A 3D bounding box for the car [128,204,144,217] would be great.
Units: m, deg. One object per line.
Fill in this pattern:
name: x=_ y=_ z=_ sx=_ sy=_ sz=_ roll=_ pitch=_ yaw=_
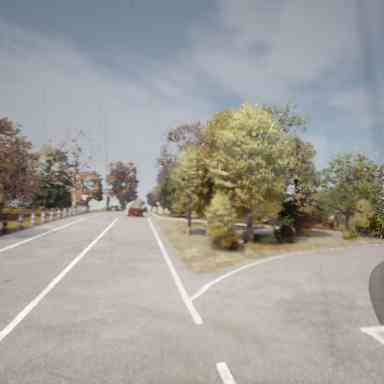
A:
car: x=-7.472 y=2.398 z=44.178 sx=1.882 sy=1.535 sz=5.008 roll=3 pitch=-1 yaw=-9
